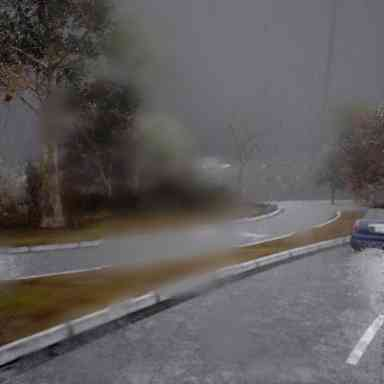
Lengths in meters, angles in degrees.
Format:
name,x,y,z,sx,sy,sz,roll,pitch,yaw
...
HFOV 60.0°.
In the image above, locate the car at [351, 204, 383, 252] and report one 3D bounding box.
name,x,y,z,sx,sy,sz,roll,pitch,yaw
car,7.716,1.201,12.089,4.553,1.767,2.097,-1,0,-39
